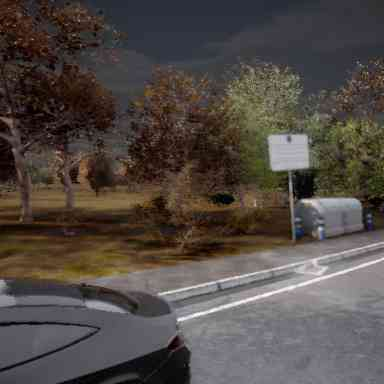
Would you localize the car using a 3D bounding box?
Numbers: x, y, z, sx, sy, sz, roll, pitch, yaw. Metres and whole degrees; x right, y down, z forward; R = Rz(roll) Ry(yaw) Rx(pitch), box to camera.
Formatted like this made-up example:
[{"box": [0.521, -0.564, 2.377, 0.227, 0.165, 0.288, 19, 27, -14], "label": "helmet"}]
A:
[{"box": [-2.149, 1.534, 2.570, 4.674, 1.442, 1.812, 0, 0, -36], "label": "car"}]
